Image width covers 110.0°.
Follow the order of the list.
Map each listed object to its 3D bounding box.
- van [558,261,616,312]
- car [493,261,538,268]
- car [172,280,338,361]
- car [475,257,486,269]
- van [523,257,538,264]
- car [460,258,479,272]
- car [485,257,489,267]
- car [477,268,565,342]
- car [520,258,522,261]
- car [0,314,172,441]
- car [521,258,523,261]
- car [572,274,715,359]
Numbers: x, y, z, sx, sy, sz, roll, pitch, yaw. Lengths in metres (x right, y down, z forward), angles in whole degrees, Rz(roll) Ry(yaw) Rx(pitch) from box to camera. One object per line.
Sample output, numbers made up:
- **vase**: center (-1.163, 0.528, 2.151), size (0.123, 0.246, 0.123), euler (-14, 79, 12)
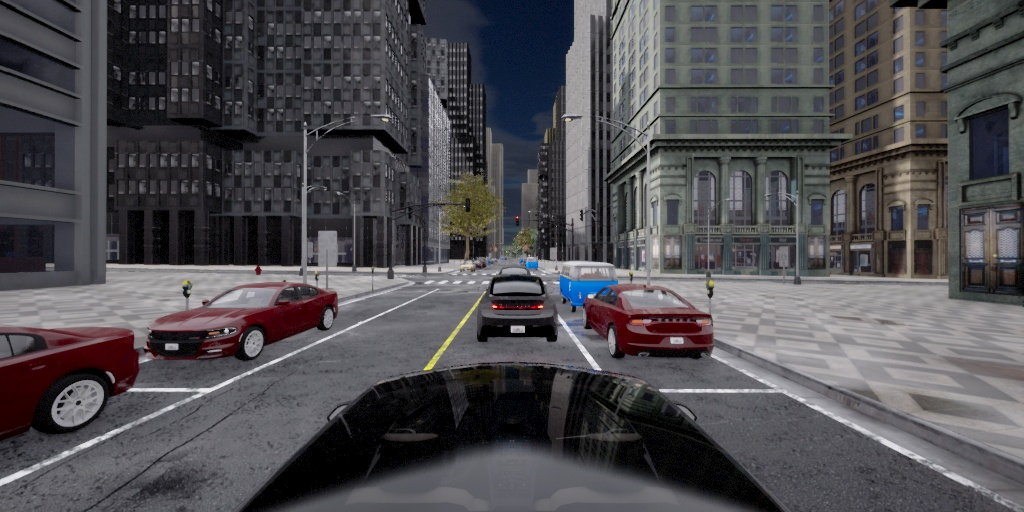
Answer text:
- **van**: center (2.804, 1.092, 13.811), size (1.690, 1.789, 3.998), euler (0, 0, 0)
- **car**: center (0.135, 1.230, 18.939), size (1.882, 1.535, 5.008), euler (0, 0, 0)
- **car**: center (-5.765, 1.295, 8.324), size (1.888, 1.381, 4.507), euler (0, 0, 0)
- **car**: center (-5.637, 1.321, 56.997), size (1.888, 1.381, 4.507), euler (0, 0, 0)
- **van**: center (2.876, 1.112, 51.795), size (1.690, 1.789, 3.998), euler (0, 0, 0)
- **car**: center (-5.668, 1.292, 46.247), size (1.751, 1.417, 4.829), euler (0, 0, 0)
- **car**: center (-5.625, 1.096, 62.286), size (2.192, 1.841, 5.009), euler (0, 0, 0)
- **car**: center (0.119, 1.255, 9.762), size (1.837, 1.490, 4.892), euler (0, 0, 0)
- **car**: center (2.901, 1.326, 62.621), size (1.888, 1.381, 4.507), euler (0, 0, 0)
- **car**: center (-5.776, 1.295, 2.799), size (1.888, 1.381, 4.507), euler (0, 0, 0)
- **car**: center (2.888, 1.342, 57.208), size (1.948, 1.339, 4.313), euler (0, 0, 0)
- **car**: center (2.790, 1.295, 8.286), size (1.888, 1.381, 4.507), euler (0, 0, 0)
